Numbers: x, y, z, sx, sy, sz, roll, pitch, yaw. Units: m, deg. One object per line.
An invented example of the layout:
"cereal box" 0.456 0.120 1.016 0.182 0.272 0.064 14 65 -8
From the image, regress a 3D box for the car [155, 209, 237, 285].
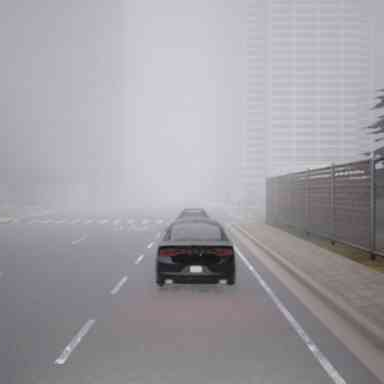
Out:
"car" 0.094 1.478 9.493 1.882 1.535 5.008 0 0 0
